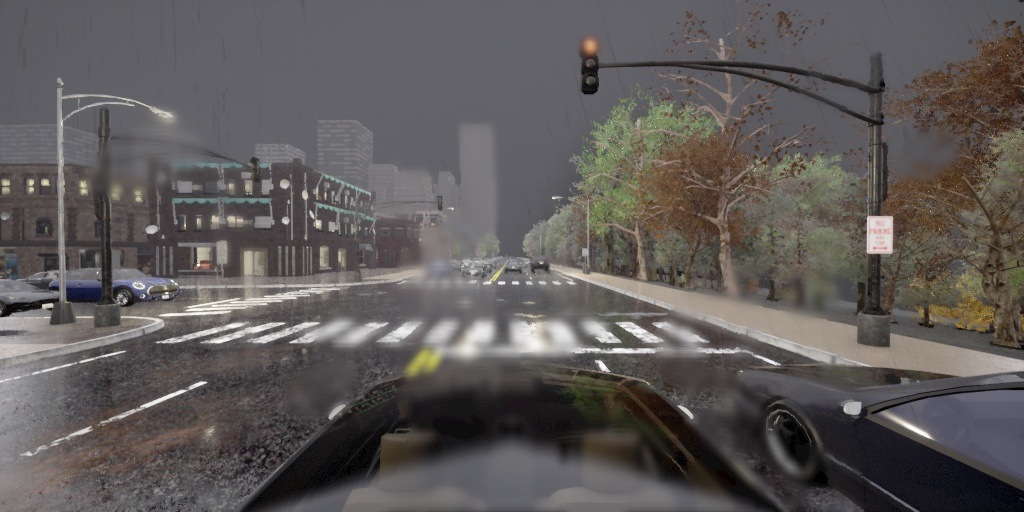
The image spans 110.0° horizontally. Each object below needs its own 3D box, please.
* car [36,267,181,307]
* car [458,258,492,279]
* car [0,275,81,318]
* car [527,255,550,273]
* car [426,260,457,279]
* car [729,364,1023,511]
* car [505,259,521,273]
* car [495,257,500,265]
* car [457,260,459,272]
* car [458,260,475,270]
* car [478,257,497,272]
[{"bbox_3d":[-18.015,1.302,16.372,4.553,1.767,2.097,-1,1,2],"label":"car"},{"bbox_3d":[-3.300,1.232,33.009,2.128,1.511,4.902,0,0,0],"label":"car"},{"bbox_3d":[-19.930,1.565,13.725,4.313,1.339,1.948,0,0,0],"label":"car"},{"bbox_3d":[3.408,0.957,44.487,2.150,2.045,5.566,0,0,0],"label":"car"},{"bbox_3d":[-6.552,1.266,33.022,1.812,1.442,4.674,0,0,0],"label":"car"},{"bbox_3d":[3.350,1.297,1.544,2.033,1.411,5.357,0,0,0],"label":"car"},{"bbox_3d":[0.159,1.299,44.296,1.994,1.385,4.181,0,0,0],"label":"car"},{"bbox_3d":[-3.265,1.224,53.479,2.128,1.511,4.902,0,0,0],"label":"car"},{"bbox_3d":[-6.537,1.241,42.282,1.837,1.490,4.892,0,0,0],"label":"car"},{"bbox_3d":[-6.518,1.258,52.092,1.812,1.442,4.674,0,0,0],"label":"car"},{"bbox_3d":[-3.285,1.228,42.414,2.128,1.511,4.902,0,0,0],"label":"car"}]
